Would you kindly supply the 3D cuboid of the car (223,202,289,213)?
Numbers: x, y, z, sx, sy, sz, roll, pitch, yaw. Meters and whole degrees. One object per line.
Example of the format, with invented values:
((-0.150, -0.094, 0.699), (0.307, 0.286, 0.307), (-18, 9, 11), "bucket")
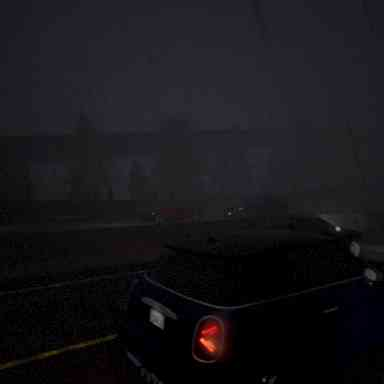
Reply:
((4.164, 1.505, 19.852), (4.181, 1.385, 1.994), (0, 0, -35), "car")

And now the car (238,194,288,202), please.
((4.876, 1.151, 24.659), (5.566, 2.045, 2.150), (0, 0, -35), "car")

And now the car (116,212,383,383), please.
((1.362, 1.337, 4.717), (4.553, 1.767, 2.097), (0, 0, -35), "car")

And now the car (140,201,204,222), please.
((-1.428, 1.426, 24.464), (5.008, 1.535, 1.882), (0, 0, -35), "car")

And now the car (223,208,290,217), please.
((3.342, 1.443, 10.427), (5.008, 1.535, 1.882), (0, 0, -35), "car")
